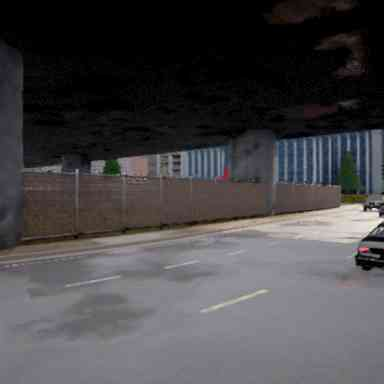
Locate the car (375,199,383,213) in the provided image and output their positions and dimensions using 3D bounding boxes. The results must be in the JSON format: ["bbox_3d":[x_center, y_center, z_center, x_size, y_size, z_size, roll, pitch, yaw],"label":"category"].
[{"bbox_3d":[18.899,1.654,31.281,1.812,1.442,4.674,-1,0,39],"label":"car"}]

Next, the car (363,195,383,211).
[{"bbox_3d":[23.531,1.407,42.502,2.150,2.045,5.566,0,-1,39],"label":"car"}]

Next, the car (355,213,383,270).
[{"bbox_3d":[6.651,1.590,10.362,2.033,1.411,5.357,0,0,41],"label":"car"}]
